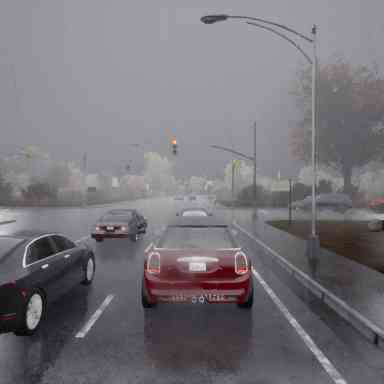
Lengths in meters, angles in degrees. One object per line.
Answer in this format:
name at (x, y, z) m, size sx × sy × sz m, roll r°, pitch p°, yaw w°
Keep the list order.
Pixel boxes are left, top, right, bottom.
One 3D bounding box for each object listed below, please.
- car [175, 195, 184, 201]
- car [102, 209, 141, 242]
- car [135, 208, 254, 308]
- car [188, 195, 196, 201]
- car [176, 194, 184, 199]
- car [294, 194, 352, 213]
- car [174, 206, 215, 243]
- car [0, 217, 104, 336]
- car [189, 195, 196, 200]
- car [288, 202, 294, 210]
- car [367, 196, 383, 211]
car at (-3.413, 1.545, 85.313) m, size 1.994 × 1.385 × 4.181 m, roll 0°, pitch 0°, yaw 0°
car at (-3.386, 1.547, 16.317) m, size 2.033 × 1.411 × 5.357 m, roll 0°, pitch 0°, yaw 0°
car at (0.107, 1.352, 8.072) m, size 2.097 × 1.767 × 4.553 m, roll 0°, pitch 0°, yaw 0°
car at (0.085, 1.500, 84.990) m, size 1.837 × 1.490 × 4.892 m, roll 0°, pitch 0°, yaw 0°
car at (-3.364, 1.402, 95.340) m, size 1.994 × 1.385 × 4.181 m, roll 0°, pitch 0°, yaw 1°
car at (14.501, 1.221, 36.398) m, size 5.566 × 2.045 × 2.150 m, roll 0°, pitch 0°, yaw 3°
car at (0.116, 1.526, 17.111) m, size 1.812 × 1.442 × 4.674 m, roll 0°, pitch 0°, yaw 0°
car at (-3.392, 1.505, 6.659) m, size 1.837 × 1.490 × 4.892 m, roll 0°, pitch 0°, yaw 0°
car at (0.137, 1.524, 95.344) m, size 1.812 × 1.442 × 4.674 m, roll 0°, pitch 0°, yaw 1°
car at (14.025, 1.504, 39.933) m, size 4.892 × 1.490 × 1.837 m, roll 0°, pitch 0°, yaw 3°
car at (23.859, 1.211, 39.391) m, size 5.566 × 2.045 × 2.150 m, roll 0°, pitch 0°, yaw 3°
